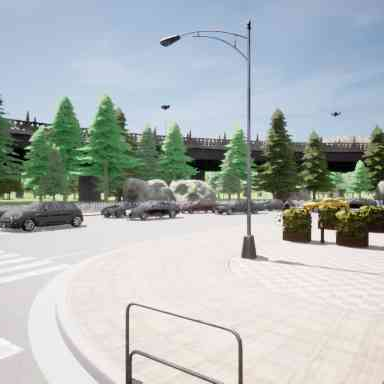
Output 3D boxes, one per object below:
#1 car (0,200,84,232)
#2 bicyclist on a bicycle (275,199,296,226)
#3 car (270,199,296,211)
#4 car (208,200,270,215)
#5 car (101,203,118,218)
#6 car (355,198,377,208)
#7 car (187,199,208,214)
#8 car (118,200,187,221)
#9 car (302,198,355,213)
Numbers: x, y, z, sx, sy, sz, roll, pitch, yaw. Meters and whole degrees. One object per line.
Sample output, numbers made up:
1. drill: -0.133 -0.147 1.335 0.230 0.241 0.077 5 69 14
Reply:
1. car: -8.932 1.296 20.043 2.097 1.767 4.553 0 0 37
2. bicyclist on a bicycle: 5.589 1.245 19.568 0.582 1.620 1.656 0 0 -44
3. car: 9.884 1.508 38.686 4.181 1.385 1.994 0 0 -14
4. car: 4.690 1.492 33.038 5.357 1.411 2.033 0 0 -26
5. car: -5.837 1.508 29.208 1.994 1.385 4.181 0 0 45
6. car: 19.678 1.436 40.192 4.902 1.511 2.128 0 0 0
7. car: 0.816 1.470 34.692 4.674 1.442 1.812 0 0 -30
8. car: -3.137 1.436 27.114 4.902 1.511 2.128 0 0 -44
9. car: 14.562 1.422 36.269 5.008 1.535 1.882 0 0 -7
